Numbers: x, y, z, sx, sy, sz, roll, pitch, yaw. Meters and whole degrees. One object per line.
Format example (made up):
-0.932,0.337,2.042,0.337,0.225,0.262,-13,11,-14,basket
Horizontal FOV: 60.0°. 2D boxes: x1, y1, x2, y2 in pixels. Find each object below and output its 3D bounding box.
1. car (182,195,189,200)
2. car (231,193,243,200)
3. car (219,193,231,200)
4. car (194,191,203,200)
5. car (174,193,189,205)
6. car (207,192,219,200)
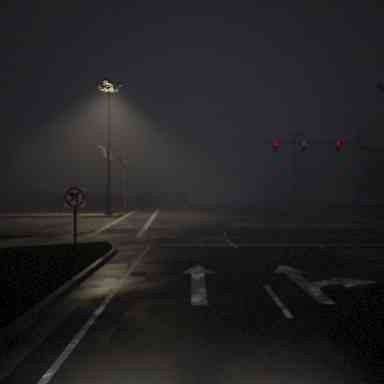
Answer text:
-1.713,1.407,88.011,1.895,1.301,4.718,0,0,0,car
12.287,1.290,87.924,1.882,1.535,5.008,0,0,0,car
8.790,1.166,88.708,2.097,1.767,4.553,0,0,0,car
1.785,1.290,87.550,1.882,1.535,5.008,0,0,0,car
-1.843,1.105,56.148,2.150,2.045,5.566,0,0,0,car
5.287,1.167,87.922,2.097,1.767,4.553,0,0,0,car
